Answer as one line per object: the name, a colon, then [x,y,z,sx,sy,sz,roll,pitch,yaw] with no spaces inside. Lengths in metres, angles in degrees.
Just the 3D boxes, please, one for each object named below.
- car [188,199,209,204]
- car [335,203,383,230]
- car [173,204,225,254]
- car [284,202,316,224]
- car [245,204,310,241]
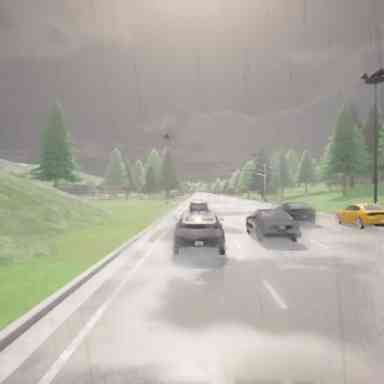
car: [0.658,1.458,33.689,2.128,1.511,4.902,0,0,1]
car: [10.922,1.468,21.281,1.882,1.535,5.008,0,0,1]
car: [0.275,1.479,13.404,2.128,1.511,4.902,0,0,1]
car: [7.482,1.461,24.448,1.882,1.535,5.008,0,0,1]
car: [3.823,1.535,16.434,2.033,1.411,5.357,0,0,1]
